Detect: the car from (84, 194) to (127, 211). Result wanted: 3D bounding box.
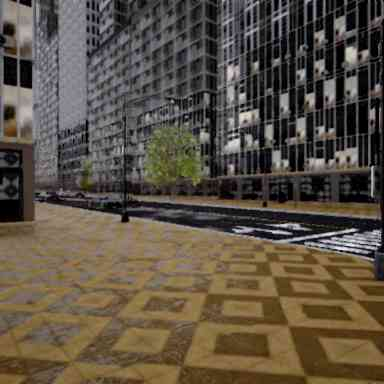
[{"bbox_3d":[-8.336,1.010,31.606,1.895,1.301,4.718,0,1,-38],"label":"car"}]

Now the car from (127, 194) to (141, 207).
[{"bbox_3d":[-7.552,0.887,35.872,2.033,1.411,5.357,0,1,-38],"label":"car"}]

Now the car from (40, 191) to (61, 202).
[{"bbox_3d":[-19.817,0.633,46.411,1.837,1.490,4.892,0,1,-38],"label":"car"}]
